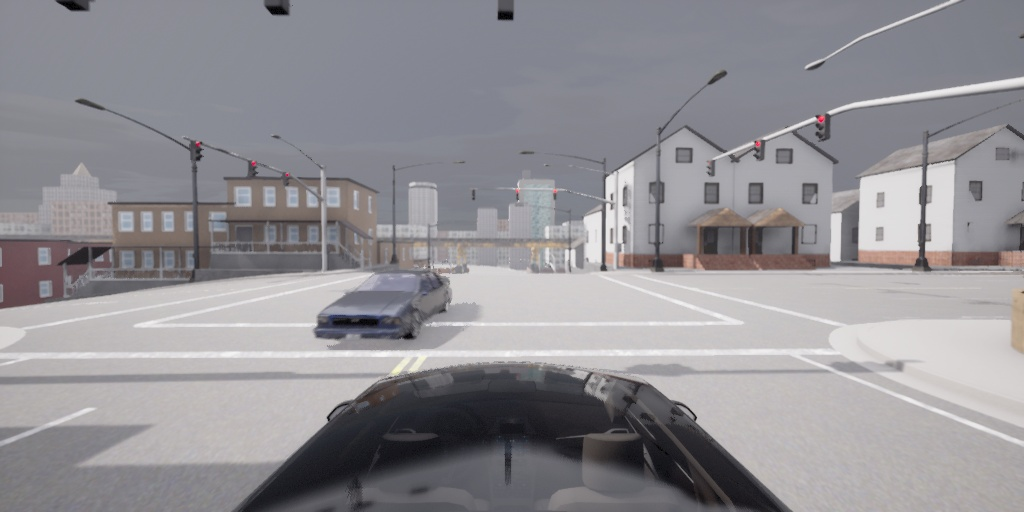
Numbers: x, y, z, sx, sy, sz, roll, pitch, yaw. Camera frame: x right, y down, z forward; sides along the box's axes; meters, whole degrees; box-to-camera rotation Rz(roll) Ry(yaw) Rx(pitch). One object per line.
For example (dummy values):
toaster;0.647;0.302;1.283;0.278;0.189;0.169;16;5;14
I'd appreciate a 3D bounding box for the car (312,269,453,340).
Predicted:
car;-2.909;1.073;9.520;2.033;1.411;5.357;0;2;3
